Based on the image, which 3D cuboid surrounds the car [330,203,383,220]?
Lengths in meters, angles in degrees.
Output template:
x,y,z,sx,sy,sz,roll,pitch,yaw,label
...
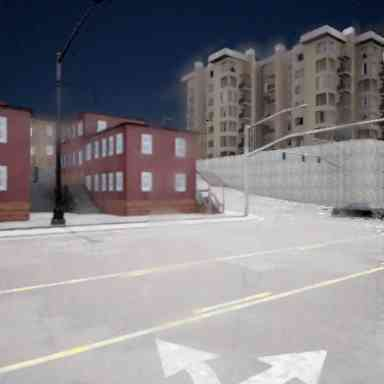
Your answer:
x,y,z,sx,sy,sz,roll,pitch,yaw,label
14.844,1.667,28.848,2.033,1.411,5.357,0,0,-36,car
